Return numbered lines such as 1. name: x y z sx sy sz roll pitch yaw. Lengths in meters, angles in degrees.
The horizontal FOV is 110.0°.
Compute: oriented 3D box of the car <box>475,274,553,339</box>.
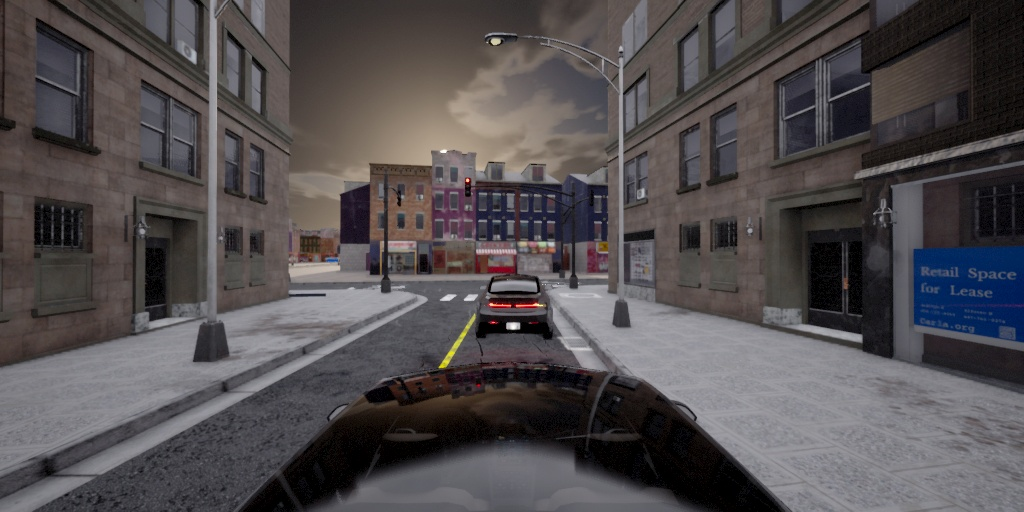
1. car: 0.098 1.254 10.110 1.837 1.490 4.892 0 0 2
